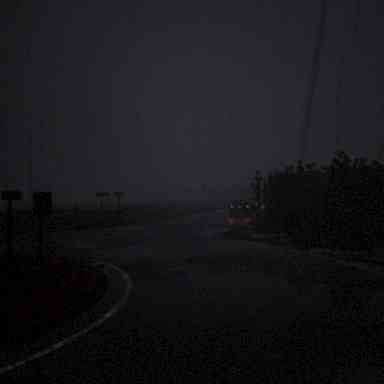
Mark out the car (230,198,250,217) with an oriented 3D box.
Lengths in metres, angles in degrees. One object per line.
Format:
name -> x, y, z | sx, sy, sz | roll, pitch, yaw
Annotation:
car -> 5.360, 1.468, 33.645 | 2.097, 1.767, 4.553 | 0, 0, 23
